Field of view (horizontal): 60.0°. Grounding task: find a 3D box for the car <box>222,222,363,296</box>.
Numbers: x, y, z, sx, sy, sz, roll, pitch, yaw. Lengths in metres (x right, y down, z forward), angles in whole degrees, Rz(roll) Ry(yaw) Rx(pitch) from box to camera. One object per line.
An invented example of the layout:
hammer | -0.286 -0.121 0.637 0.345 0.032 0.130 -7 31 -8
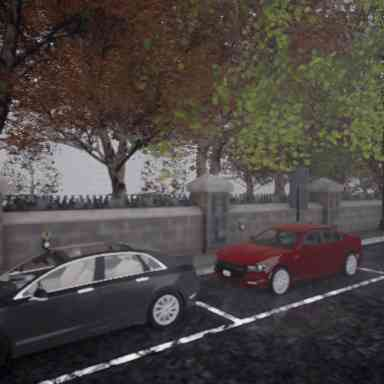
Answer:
car | 2.595 1.511 8.546 4.507 1.381 1.887 0 0 -35

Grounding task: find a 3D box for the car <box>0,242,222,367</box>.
car | -1.894 1.544 5.299 4.403 1.369 2.008 0 0 -35
